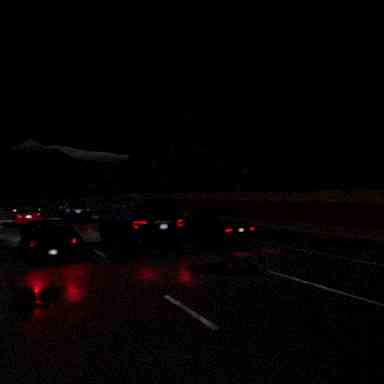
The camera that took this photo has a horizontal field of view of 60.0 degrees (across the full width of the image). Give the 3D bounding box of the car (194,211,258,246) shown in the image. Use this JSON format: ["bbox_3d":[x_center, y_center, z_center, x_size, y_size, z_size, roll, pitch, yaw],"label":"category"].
[{"bbox_3d":[0.801,1.626,15.756,2.033,1.411,5.357,0,0,-29],"label":"car"}]

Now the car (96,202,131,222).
[{"bbox_3d":[-7.252,1.712,30.424,1.882,1.535,5.008,0,0,-28],"label":"car"}]

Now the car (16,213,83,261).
[{"bbox_3d":[-5.679,1.725,13.024,1.895,1.301,4.718,0,0,-29],"label":"car"}]

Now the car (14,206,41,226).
[{"bbox_3d":[-13.022,1.832,26.373,1.994,1.385,4.181,0,0,-28],"label":"car"}]

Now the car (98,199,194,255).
[{"bbox_3d":[-2.285,1.323,14.102,2.150,2.045,5.566,0,0,-29],"label":"car"}]

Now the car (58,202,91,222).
[{"bbox_3d":[-9.933,1.598,28.014,2.097,1.767,4.553,0,0,-28],"label":"car"}]
